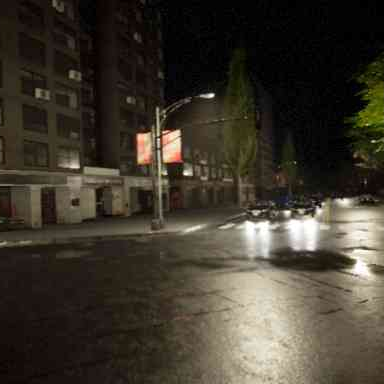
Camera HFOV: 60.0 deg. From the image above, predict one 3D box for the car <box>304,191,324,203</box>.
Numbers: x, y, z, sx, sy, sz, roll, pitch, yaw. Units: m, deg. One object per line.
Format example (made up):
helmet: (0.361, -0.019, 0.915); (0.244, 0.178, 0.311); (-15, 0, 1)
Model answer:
car: (15.124, 0.938, 41.835); (2.150, 2.045, 5.566); (-2, 1, 23)

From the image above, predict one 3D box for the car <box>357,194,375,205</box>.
car: (24.160, 1.030, 46.257); (2.033, 1.411, 5.357); (-2, 0, 22)

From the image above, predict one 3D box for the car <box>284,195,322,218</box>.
car: (9.494, 1.320, 28.196); (2.128, 1.511, 4.902); (-2, 0, 24)

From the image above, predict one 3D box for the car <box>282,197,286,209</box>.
car: (10.829, 1.319, 39.963); (1.882, 1.535, 5.008); (-2, 0, 23)

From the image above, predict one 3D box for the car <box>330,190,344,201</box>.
car: (27.917, 0.711, 64.068); (2.150, 2.045, 5.566); (-2, 0, 22)

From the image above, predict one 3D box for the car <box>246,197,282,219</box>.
car: (5.877, 1.427, 27.973); (2.128, 1.511, 4.902); (-2, 0, 23)

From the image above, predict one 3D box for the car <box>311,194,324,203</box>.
car: (22.401, 1.131, 59.313); (1.837, 1.490, 4.892); (-2, -1, 22)

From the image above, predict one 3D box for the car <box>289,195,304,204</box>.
car: (18.165, 1.290, 57.588); (1.994, 1.385, 4.181); (-2, 0, 23)
